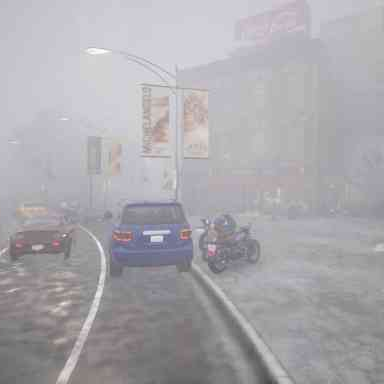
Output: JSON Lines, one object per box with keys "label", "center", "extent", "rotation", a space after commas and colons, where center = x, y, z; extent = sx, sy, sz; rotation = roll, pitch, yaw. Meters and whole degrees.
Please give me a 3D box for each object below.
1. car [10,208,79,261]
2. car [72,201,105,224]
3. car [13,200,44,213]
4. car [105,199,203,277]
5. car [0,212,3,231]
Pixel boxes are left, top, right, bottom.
{"label": "car", "center": [-5.375, 1.522, 12.346], "extent": [1.812, 1.442, 4.674], "rotation": [0, 0, -17]}
{"label": "car", "center": [-7.348, 1.590, 24.614], "extent": [1.895, 1.301, 4.718], "rotation": [0, 0, -28]}
{"label": "car", "center": [-13.645, 1.445, 27.853], "extent": [1.801, 1.575, 5.366], "rotation": [0, 0, -37]}
{"label": "car", "center": [-1.533, 1.219, 10.591], "extent": [2.150, 2.045, 5.566], "rotation": [0, 0, -15]}
{"label": "car", "center": [-10.983, 1.482, 17.039], "extent": [2.128, 1.511, 4.902], "rotation": [0, 0, -25]}
